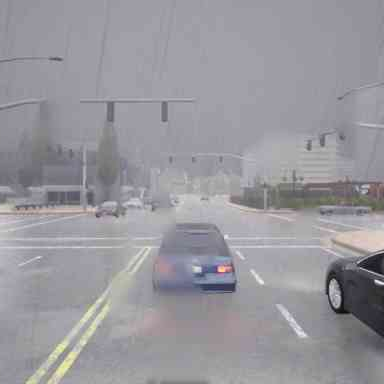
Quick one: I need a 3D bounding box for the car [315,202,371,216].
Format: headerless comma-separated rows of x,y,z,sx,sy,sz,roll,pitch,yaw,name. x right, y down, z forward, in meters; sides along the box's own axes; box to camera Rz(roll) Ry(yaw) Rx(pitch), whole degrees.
14.351,1.601,31.871,4.718,1.301,1.895,0,0,1,car

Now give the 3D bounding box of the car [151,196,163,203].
-7.208,1.505,68.893,1.837,1.490,4.892,0,0,0,car

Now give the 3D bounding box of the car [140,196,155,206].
-7.254,1.505,55.129,1.837,1.490,4.892,0,0,0,car

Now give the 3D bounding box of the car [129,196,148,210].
-7.273,1.526,42.662,1.812,1.442,4.674,0,0,1,car

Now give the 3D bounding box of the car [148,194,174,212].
-3.509,1.221,38.643,2.150,2.045,5.566,0,0,-3,car

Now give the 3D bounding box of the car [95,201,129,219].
-7.191,1.526,29.641,1.812,1.442,4.674,0,0,0,car

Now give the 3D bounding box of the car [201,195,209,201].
3.245,1.553,84.630,1.994,1.385,4.181,0,0,0,car

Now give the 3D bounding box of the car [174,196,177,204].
-3.746,1.526,50.757,1.812,1.442,4.674,0,0,0,car

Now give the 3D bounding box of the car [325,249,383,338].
3.548,1.505,4.706,1.837,1.490,4.892,0,0,0,car

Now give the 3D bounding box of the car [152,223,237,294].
0.055,1.547,8.952,2.033,1.411,5.357,0,0,0,car
